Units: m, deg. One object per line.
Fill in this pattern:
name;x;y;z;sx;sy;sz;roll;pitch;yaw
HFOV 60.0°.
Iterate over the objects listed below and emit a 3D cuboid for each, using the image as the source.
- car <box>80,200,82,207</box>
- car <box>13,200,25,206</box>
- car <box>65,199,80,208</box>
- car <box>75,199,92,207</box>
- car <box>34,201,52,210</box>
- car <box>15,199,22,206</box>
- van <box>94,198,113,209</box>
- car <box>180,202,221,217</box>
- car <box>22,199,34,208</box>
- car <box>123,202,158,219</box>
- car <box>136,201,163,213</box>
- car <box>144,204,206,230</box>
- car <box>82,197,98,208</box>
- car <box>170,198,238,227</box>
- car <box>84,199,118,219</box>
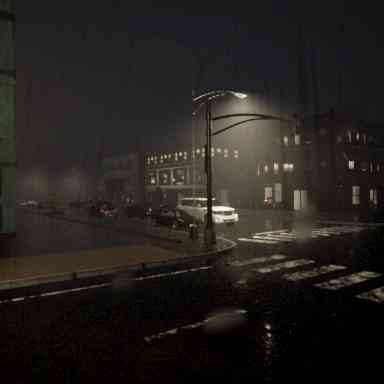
car;-18.538;1.939;61.952;2.192;1.841;5.009;-1;0;-36
car;-41.446;2.547;79.590;2.008;1.369;4.403;-1;0;-36
car;-21.472;2.229;61.626;1.994;1.385;4.181;-1;0;-36
car;-21.752;2.227;66.455;1.887;1.381;4.507;-1;0;-36
car;-25.249;2.232;56.939;1.752;1.417;4.829;-1;0;-36
car;-38.228;2.379;75.086;1.967;1.590;4.097;-1;0;-36
van;-15.317;1.906;57.450;1.690;1.788;3.998;-1;0;-36
car;0.785;1.809;34.938;2.008;1.369;4.403;-2;0;-36
car;-31.787;2.375;66.083;2.008;1.369;4.403;-1;0;-36
car;-5.010;1.886;33.103;2.033;1.411;5.357;-1;0;-36
car;-5.652;1.966;43.943;1.802;1.307;4.206;-2;0;-36
car;-1.277;1.814;23.207;1.947;1.339;4.313;-2;0;-36
car;-15.411;2.032;53.147;1.882;1.535;5.008;-1;0;-35
car;0.942;1.442;24.776;2.150;2.045;5.566;-1;0;-35
car;-9.253;1.846;34.564;1.967;1.590;4.097;-1;0;-36
